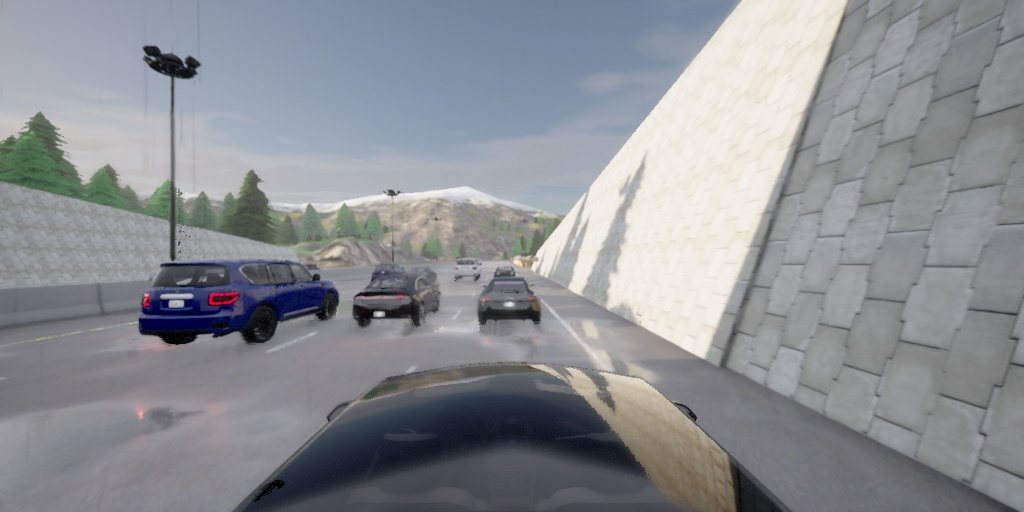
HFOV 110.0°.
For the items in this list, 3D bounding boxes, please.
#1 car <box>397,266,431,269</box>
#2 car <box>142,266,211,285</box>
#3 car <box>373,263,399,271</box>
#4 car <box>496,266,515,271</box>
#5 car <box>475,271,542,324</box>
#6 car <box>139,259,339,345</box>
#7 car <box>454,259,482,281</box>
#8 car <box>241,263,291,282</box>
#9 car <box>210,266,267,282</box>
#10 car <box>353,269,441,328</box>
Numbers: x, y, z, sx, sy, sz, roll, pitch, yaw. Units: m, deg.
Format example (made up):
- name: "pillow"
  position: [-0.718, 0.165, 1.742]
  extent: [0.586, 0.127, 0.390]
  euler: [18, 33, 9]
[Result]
- name: "car"
  position: [-7.547, 1.592, 29.862]
  extent: [2.033, 1.411, 5.357]
  euler: [-1, 0, -1]
- name: "car"
  position: [-32.320, 1.827, 34.787]
  extent: [2.128, 1.511, 4.902]
  euler: [-1, -1, -1]
- name: "car"
  position: [-11.126, 1.456, 32.901]
  extent: [2.097, 1.767, 4.553]
  euler: [-1, 0, -1]
- name: "car"
  position: [-0.642, 1.605, 33.747]
  extent: [1.895, 1.301, 4.718]
  euler: [-1, 0, -1]
- name: "car"
  position: [-0.111, 1.398, 12.407]
  extent: [1.994, 1.385, 4.181]
  euler: [-1, 0, -1]
- name: "car"
  position: [-7.061, 1.109, 10.154]
  extent: [2.150, 2.045, 5.566]
  euler: [-1, 0, -1]
- name: "car"
  position: [-4.159, 1.265, 34.217]
  extent: [2.150, 2.045, 5.566]
  euler: [-1, 0, -1]
- name: "car"
  position: [-25.356, 1.633, 37.149]
  extent: [2.097, 1.767, 4.553]
  euler: [-1, 0, -1]
- name: "car"
  position: [-28.867, 1.873, 38.086]
  extent: [2.033, 1.411, 5.357]
  euler: [-1, 0, -1]
- name: "car"
  position: [-3.603, 1.358, 11.983]
  extent: [2.128, 1.511, 4.902]
  euler: [-1, 0, -1]
